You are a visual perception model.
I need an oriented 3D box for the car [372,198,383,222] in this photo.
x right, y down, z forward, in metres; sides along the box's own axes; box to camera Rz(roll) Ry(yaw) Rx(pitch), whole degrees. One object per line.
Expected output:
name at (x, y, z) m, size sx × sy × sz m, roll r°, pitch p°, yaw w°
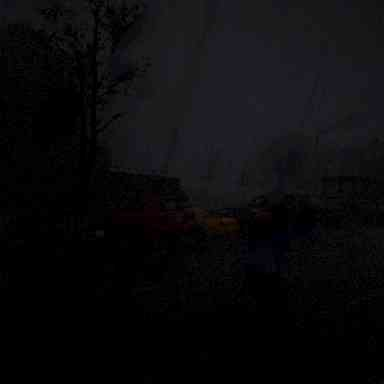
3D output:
car at (12.140, 1.268, 24.975) m, size 4.553 × 1.767 × 2.185 m, roll -1°, pitch 0°, yaw 35°

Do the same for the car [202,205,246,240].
car at (-0.356, 1.452, 16.468) m, size 5.366 × 1.575 × 1.946 m, roll -1°, pitch 0°, yaw 35°

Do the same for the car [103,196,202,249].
car at (-2.677, 1.213, 14.640) m, size 5.566 × 2.045 × 2.435 m, roll -1°, pitch 0°, yaw 35°

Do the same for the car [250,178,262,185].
car at (15.061, -2.109, 70.879) m, size 1.946 × 1.575 × 5.366 m, roll 7°, pitch 3°, yaw 35°

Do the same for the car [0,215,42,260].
car at (-7.541, 1.492, 11.150) m, size 4.892 × 1.521 × 2.231 m, roll -1°, pitch -1°, yaw 35°

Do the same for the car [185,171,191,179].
car at (1.001, -4.380, 90.363) m, size 2.185 × 1.767 × 4.553 m, roll 4°, pitch 1°, yaw 33°

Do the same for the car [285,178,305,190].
car at (20.127, -1.288, 63.316) m, size 2.231 × 1.521 × 4.892 m, roll 7°, pitch 3°, yaw 35°

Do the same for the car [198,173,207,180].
car at (4.526, -3.994, 85.428) m, size 2.435 × 2.045 × 5.566 m, roll 7°, pitch 4°, yaw 34°

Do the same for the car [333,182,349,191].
car at (25.338, -0.721, 55.931) m, size 2.435 × 2.045 × 5.566 m, roll 7°, pitch 3°, yaw 35°

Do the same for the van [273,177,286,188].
van at (18.365, -1.786, 65.677) m, size 1.878 × 1.987 × 4.442 m, roll 7°, pitch 4°, yaw 35°

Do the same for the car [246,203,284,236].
car at (2.251, 1.480, 18.095) m, size 4.674 × 1.452 × 2.002 m, roll -1°, pitch 0°, yaw 35°

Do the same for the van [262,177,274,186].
van at (16.635, -2.059, 68.148) m, size 1.878 × 1.987 × 4.442 m, roll 7°, pitch 4°, yaw 35°

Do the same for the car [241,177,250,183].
car at (13.229, -2.339, 73.199) m, size 2.002 × 1.452 × 4.674 m, roll 7°, pitch 4°, yaw 35°

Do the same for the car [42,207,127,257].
car at (-5.121, 1.506, 12.896) m, size 4.792 × 1.488 × 2.163 m, roll -1°, pitch 0°, yaw 35°

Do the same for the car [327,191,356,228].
car at (7.192, 1.165, 21.555) m, size 5.566 × 2.045 × 2.435 m, roll -1°, pitch -1°, yaw 35°

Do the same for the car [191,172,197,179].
car at (2.731, -4.146, 87.894) m, size 2.185 × 1.767 × 4.553 m, roll 6°, pitch 3°, yaw 34°

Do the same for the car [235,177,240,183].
car at (11.486, -2.613, 75.661) m, size 2.002 × 1.452 × 4.674 m, roll 7°, pitch 3°, yaw 35°

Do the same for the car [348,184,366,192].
car at (27.031, -0.159, 53.460) m, size 2.002 × 1.452 × 4.674 m, roll 7°, pitch 3°, yaw 35°

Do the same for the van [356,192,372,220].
van at (9.731, 1.178, 23.225) m, size 4.442 × 1.987 × 1.878 m, roll -1°, pitch -1°, yaw 35°

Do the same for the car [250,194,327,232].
car at (4.678, 1.177, 19.851) m, size 5.566 × 2.045 × 2.435 m, roll -1°, pitch 0°, yaw 35°

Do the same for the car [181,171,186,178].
car at (-0.771, -4.657, 92.710) m, size 2.435 × 2.045 × 5.566 m, roll 1°, pitch -1°, yaw 34°

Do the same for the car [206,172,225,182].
car at (6.379, -3.473, 83.170) m, size 1.946 × 1.575 × 5.366 m, roll 6°, pitch 3°, yaw 34°
